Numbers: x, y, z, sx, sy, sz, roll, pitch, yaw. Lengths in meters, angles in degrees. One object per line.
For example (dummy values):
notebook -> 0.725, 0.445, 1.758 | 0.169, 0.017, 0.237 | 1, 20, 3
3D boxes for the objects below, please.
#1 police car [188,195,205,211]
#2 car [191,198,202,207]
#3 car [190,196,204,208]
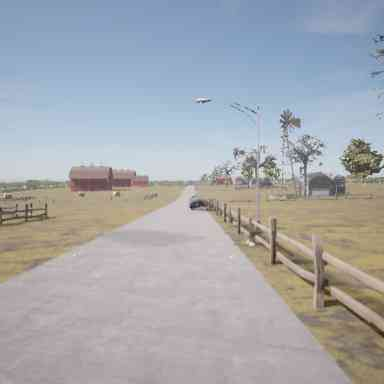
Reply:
police car -> 0.521, 1.339, 43.747 | 1.930, 1.638, 5.238 | -24, 1, 1
car -> 0.825, 1.803, 59.657 | 1.837, 1.490, 4.892 | 0, 0, 0
car -> 0.727, 1.561, 53.618 | 2.097, 1.767, 4.553 | -3, 0, 0
